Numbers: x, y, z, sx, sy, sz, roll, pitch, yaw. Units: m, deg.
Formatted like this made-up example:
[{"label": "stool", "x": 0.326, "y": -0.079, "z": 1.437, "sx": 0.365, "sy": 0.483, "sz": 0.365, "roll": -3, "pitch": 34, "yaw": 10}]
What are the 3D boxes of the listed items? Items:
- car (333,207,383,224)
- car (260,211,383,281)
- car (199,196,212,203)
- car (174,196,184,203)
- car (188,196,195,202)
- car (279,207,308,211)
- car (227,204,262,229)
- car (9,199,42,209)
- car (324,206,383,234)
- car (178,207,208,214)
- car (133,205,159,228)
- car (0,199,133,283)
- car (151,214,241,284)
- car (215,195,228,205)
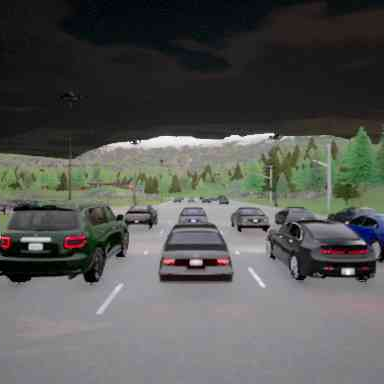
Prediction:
[{"label": "car", "x": 7.084, "y": 1.553, "z": 12.549, "sx": 1.882, "sy": 1.535, "sz": 5.008, "roll": 0, "pitch": 0, "yaw": 0}, {"label": "car", "x": 3.574, "y": 1.567, "z": 10.030, "sx": 1.837, "sy": 1.490, "sz": 4.892, "roll": 0, "pitch": 0, "yaw": 0}, {"label": "car", "x": 3.383, "y": 2.011, "z": 81.897, "sx": 1.812, "sy": 1.442, "sz": 4.674, "roll": 0, "pitch": 0, "yaw": 0}, {"label": "car", "x": -3.623, "y": 2.040, "z": 86.519, "sx": 2.128, "sy": 1.511, "sz": 4.902, "roll": 0, "pitch": 0, "yaw": 0}, {"label": "car", "x": -0.128, "y": 2.130, "z": 89.941, "sx": 1.895, "sy": 1.301, "sz": 4.718, "roll": 0, "pitch": 0, "yaw": 0}, {"label": "car", "x": 7.067, "y": 1.701, "z": 23.013, "sx": 1.994, "sy": 1.385, "sz": 4.181, "roll": 0, "pitch": 0, "yaw": 0}, {"label": "car", "x": 3.573, "y": 1.674, "z": 21.210, "sx": 2.033, "sy": 1.411, "sz": 5.357, "roll": 0, "pitch": 0, "yaw": 0}, {"label": "car", "x": -26.061, "y": 1.874, "z": 52.044, "sx": 4.181, "sy": 1.385, "sz": 1.994, "roll": 0, "pitch": 0, "yaw": -1}, {"label": "car", "x": 10.570, "y": 1.675, "z": 21.347, "sx": 2.033, "sy": 1.411, "sz": 5.357, "roll": 0, "pitch": 0, "yaw": 0}, {"label": "car", "x": 0.071, "y": 1.674, "z": 21.198, "sx": 2.033, "sy": 1.411, "sz": 5.357, "roll": 0, "pitch": 0, "yaw": 0}, {"label": "car", "x": -3.432, "y": 1.630, "z": 23.051, "sx": 2.128, "sy": 1.511, "sz": 4.902, "roll": 0, "pitch": 0, "yaw": 0}, {"label": "car", "x": -3.414, "y": 1.285, "z": 9.952, "sx": 2.150, "sy": 2.045, "sz": 5.566, "roll": 0, "pitch": 0, "yaw": 0}, {"label": "car", "x": 0.087, "y": 1.607, "z": 9.811, "sx": 2.033, "sy": 1.411, "sz": 5.357, "roll": 0, "pitch": 0, "yaw": 0}, {"label": "car", "x": 6.746, "y": 1.933, "z": 71.848, "sx": 2.128, "sy": 1.511, "sz": 4.902, "roll": 0, "pitch": 0, "yaw": 0}]
